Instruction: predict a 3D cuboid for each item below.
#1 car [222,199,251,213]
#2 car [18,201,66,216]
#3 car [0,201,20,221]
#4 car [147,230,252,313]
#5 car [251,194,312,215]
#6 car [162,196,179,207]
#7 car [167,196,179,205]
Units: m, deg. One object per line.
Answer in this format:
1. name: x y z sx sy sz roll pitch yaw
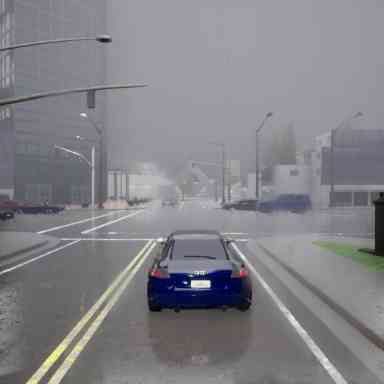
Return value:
1. car: 5.791 1.507 37.051 4.892 1.490 1.837 0 0 0
2. car: -15.368 1.702 33.395 4.718 1.301 1.895 -1 0 0
3. car: -16.385 1.672 26.190 4.181 1.385 1.994 -1 0 0
4. car: 0.091 1.564 7.774 1.994 1.385 4.181 0 0 -2
5. car: 9.228 1.220 33.576 5.566 2.045 2.150 0 0 0
6. car: -3.565 1.491 51.251 2.128 1.511 4.902 0 0 0
7. car: -3.515 1.505 61.651 1.837 1.490 4.892 0 0 1
